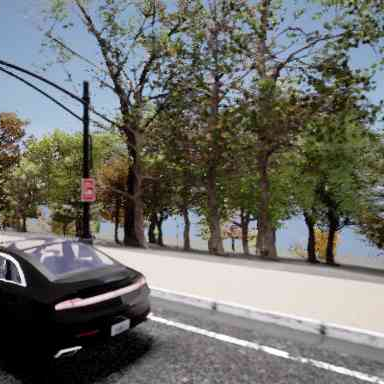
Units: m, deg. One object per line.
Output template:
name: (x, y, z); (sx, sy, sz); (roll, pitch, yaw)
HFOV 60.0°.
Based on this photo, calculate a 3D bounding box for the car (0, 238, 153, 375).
car: (-2.883, 1.565, 5.740); (4.902, 1.511, 2.128); (-1, 0, 36)
